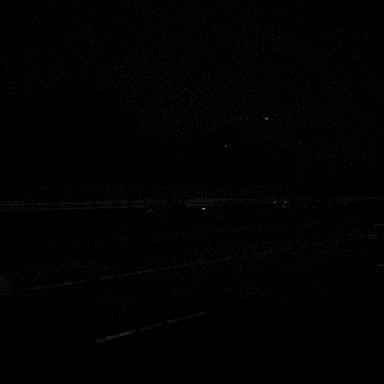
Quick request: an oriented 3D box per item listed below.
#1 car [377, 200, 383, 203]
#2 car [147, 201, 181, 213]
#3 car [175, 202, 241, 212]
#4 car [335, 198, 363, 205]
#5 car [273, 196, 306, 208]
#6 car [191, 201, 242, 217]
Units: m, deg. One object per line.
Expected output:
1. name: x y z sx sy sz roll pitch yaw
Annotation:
1. car: 21.436 1.528 36.451 4.181 1.385 1.994 0 0 -35
2. car: -2.261 1.546 32.468 4.181 1.385 1.994 0 0 -35
3. car: 1.506 1.586 22.262 4.718 1.301 1.895 0 0 -35
4. car: 21.170 1.490 44.828 4.674 1.442 1.812 0 0 -35
5. car: 12.643 1.317 43.073 4.553 1.767 2.097 0 0 -35
6. car: 2.340 1.580 31.448 4.718 1.301 1.895 0 0 -35
